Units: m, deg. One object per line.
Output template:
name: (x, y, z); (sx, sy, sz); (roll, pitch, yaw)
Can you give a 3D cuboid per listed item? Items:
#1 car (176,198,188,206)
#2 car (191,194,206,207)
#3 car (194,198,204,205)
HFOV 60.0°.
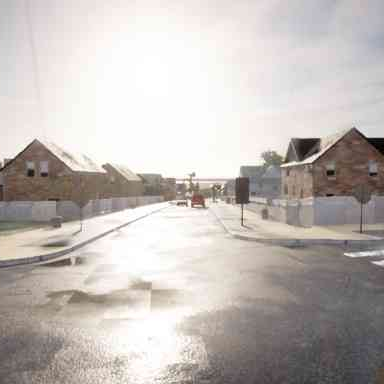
car: (-1.626, 1.718, 57.910); (2.033, 1.411, 5.357); (0, 0, 2)
car: (0.972, 1.370, 53.662); (2.150, 2.045, 5.566); (0, 0, 2)
car: (1.374, 1.778, 64.049); (1.994, 1.385, 4.181); (0, 0, 3)
